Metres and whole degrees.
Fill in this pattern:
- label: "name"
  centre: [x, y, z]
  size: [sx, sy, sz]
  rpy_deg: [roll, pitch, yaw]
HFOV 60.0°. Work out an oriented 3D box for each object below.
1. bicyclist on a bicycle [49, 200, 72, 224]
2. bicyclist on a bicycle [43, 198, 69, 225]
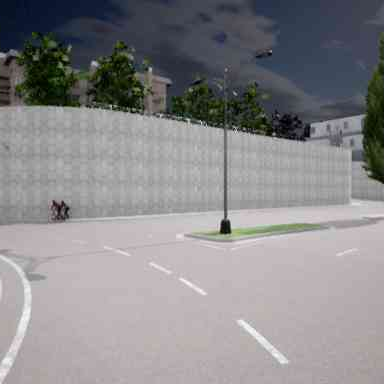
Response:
- label: "bicyclist on a bicycle"
  centre: [-9.030, 1.385, 23.432]
  size: [0.582, 1.620, 1.656]
  rpy_deg: [10, 9, 23]
- label: "bicyclist on a bicycle"
  centre: [-9.619, 1.348, 23.637]
  size: [0.582, 1.620, 1.656]
  rpy_deg: [0, 9, 21]
